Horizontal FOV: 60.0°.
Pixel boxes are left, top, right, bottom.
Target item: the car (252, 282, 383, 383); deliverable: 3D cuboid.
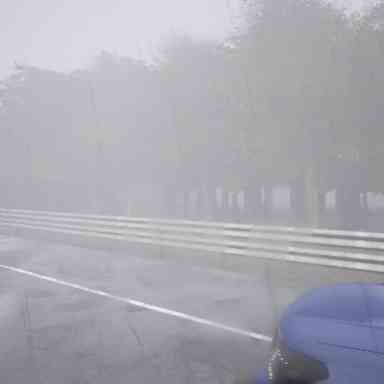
[{"bbox_3d":[3.099,1.242,1.668,5.566,2.045,2.150,0,0,36],"label":"car"}]
